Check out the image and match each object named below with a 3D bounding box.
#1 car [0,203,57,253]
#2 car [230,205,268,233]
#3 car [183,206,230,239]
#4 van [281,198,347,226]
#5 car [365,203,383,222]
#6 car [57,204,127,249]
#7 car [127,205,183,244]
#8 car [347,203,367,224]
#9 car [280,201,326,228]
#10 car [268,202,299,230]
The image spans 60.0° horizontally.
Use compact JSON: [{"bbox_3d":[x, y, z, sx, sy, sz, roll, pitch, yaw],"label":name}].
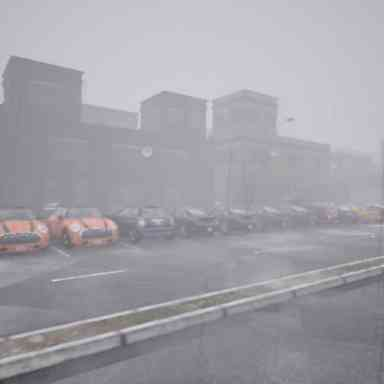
[{"bbox_3d":[-7.265,1.368,13.422,2.185,1.767,4.553,1,0,-36],"label":"car"},{"bbox_3d":[1.732,1.589,19.798,2.231,1.521,4.892,1,0,-36],"label":"car"},{"bbox_3d":[-0.512,1.564,18.196,2.231,1.521,4.892,1,0,-36],"label":"car"},{"bbox_3d":[8.631,1.446,24.585,1.878,1.987,4.442,1,0,-35],"label":"van"},{"bbox_3d":[12.841,1.728,27.962,1.946,1.575,5.366,1,0,-36],"label":"car"},{"bbox_3d":[-5.022,1.390,15.023,2.185,1.767,4.553,1,0,-36],"label":"car"},{"bbox_3d":[-2.741,1.413,16.575,2.185,1.767,4.553,1,0,-36],"label":"car"},{"bbox_3d":[10.705,1.740,26.206,2.002,1.452,4.674,1,0,-36],"label":"car"},{"bbox_3d":[6.219,1.643,23.000,2.231,1.521,4.892,1,0,-36],"label":"car"},{"bbox_3d":[3.976,1.616,21.399,2.231,1.521,4.892,1,0,-36],"label":"car"}]
